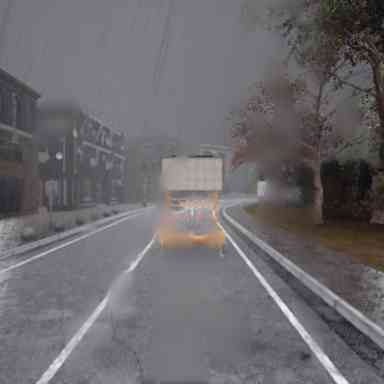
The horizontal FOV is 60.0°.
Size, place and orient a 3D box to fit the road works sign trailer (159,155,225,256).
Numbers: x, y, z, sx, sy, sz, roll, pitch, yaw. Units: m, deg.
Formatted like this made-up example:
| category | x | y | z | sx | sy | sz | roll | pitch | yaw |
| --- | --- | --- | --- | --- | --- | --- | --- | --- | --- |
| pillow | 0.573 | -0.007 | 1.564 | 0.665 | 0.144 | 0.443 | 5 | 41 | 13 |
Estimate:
| category | x | y | z | sx | sy | sz | roll | pitch | yaw |
| --- | --- | --- | --- | --- | --- | --- | --- | --- | --- |
| road works sign trailer | 0.011 | 0.398 | 12.772 | 2.380 | 3.560 | 2.880 | 0 | 0 | 0 |

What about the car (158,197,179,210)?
| category | x | y | z | sx | sy | sz | roll | pitch | yaw |
| --- | --- | --- | --- | --- | --- | --- | --- | --- | --- |
| car | -2.701 | 1.294 | 38.898 | 2.128 | 1.511 | 4.902 | 0 | 0 | 6 |
